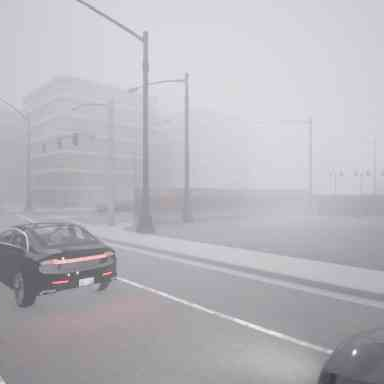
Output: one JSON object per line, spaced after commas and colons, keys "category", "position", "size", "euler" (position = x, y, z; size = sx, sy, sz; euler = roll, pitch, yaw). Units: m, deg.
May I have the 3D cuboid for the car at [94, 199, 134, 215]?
{"category": "car", "position": [-7.544, 1.493, 33.771], "size": [4.902, 1.511, 2.128], "euler": [0, 0, -44]}

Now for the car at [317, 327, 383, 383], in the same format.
{"category": "car", "position": [3.157, 1.505, 1.611], "size": [4.892, 1.490, 1.837], "euler": [0, 0, 38]}

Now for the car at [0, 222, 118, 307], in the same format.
{"category": "car", "position": [-3.666, 1.492, 8.089], "size": [2.128, 1.511, 4.902], "euler": [0, 0, -43]}
